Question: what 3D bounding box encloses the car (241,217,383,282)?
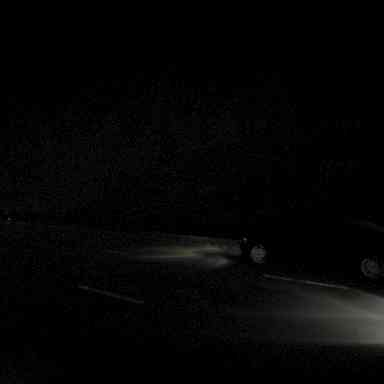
[{"bbox_3d":[3.859,1.475,9.848,5.008,1.535,1.882,0,0,35],"label":"car"}]
